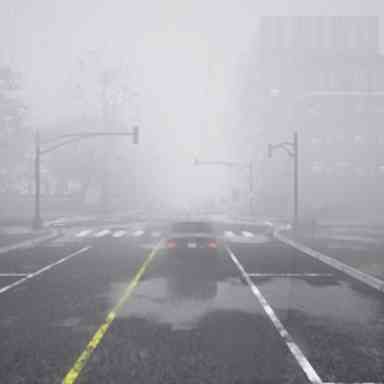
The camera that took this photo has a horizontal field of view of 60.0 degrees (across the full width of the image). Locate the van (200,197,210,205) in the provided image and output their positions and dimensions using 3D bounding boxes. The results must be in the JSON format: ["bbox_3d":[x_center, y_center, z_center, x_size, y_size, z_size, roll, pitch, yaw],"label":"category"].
[{"bbox_3d":[2.720,1.965,56.180,1.690,1.788,3.998,0,-1,0],"label":"van"}]

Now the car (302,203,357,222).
[{"bbox_3d":[13.482,1.951,32.590,5.009,1.841,2.192,1,-2,0],"label":"car"}]

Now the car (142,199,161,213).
[{"bbox_3d":[-5.666,2.059,44.921,1.947,1.339,4.313,0,-1,0],"label":"car"}]

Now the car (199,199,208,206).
[{"bbox_3d":[2.729,2.442,78.696,1.887,1.381,4.507,0,-1,0],"label":"car"}]

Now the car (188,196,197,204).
[{"bbox_3d":[0.041,2.067,84.086,2.150,2.045,5.566,0,-1,0],"label":"car"}]

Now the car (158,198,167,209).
[{"bbox_3d":[-5.661,2.147,56.012,1.752,1.417,4.829,0,-1,0],"label":"car"}]

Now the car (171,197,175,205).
[{"bbox_3d":[-5.651,2.337,78.702,1.967,1.590,4.097,0,-1,0],"label":"car"}]

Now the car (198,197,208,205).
[{"bbox_3d":[2.733,2.282,84.329,2.192,1.841,5.009,0,-1,0],"label":"car"}]

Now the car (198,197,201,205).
[{"bbox_3d":[2.725,2.199,67.438,1.967,1.590,4.097,0,-1,0],"label":"car"}]

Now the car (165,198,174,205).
[{"bbox_3d":[-5.648,2.407,84.331,1.967,1.590,4.097,0,-1,0],"label":"car"}]

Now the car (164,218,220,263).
[{"bbox_3d":[0.018,1.681,12.514,2.033,1.411,5.357,0,-1,0],"label":"car"}]

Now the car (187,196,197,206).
[{"bbox_3d":[0.034,2.311,73.634,1.882,1.535,5.008,0,-1,0],"label":"car"}]

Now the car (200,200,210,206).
[{"bbox_3d":[2.726,2.379,73.067,2.008,1.369,4.403,0,-1,0],"label":"car"}]

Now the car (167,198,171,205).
[{"bbox_3d":[-5.658,2.006,61.814,2.192,1.841,5.009,0,-1,0],"label":"car"}]

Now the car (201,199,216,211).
[{"bbox_3d":[2.717,2.103,50.547,1.887,1.381,4.507,0,-1,0],"label":"car"}]

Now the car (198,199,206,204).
[{"bbox_3d":[2.734,2.589,89.956,2.008,1.369,4.403,0,-1,0],"label":"car"}]
